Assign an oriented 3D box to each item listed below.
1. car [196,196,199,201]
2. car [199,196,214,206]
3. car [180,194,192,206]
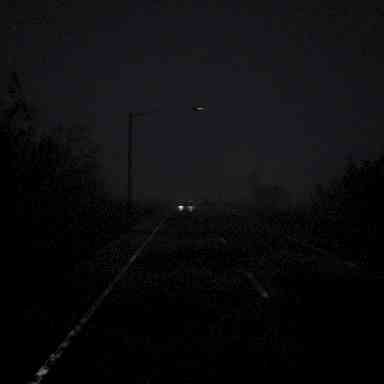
[{"bbox_3d":[2.041,1.666,86.247,1.895,1.301,4.718,0,0,-1],"label":"car"},{"bbox_3d":[2.661,1.583,54.849,2.033,1.411,5.357,0,0,-1],"label":"car"},{"bbox_3d":[-0.983,1.484,54.936,1.882,1.535,5.008,0,0,0],"label":"car"}]
